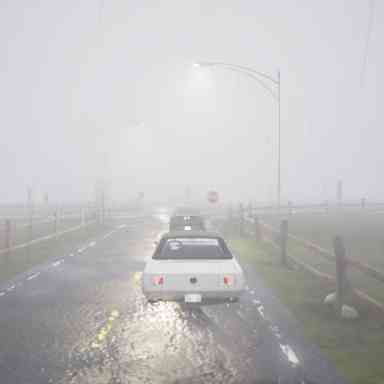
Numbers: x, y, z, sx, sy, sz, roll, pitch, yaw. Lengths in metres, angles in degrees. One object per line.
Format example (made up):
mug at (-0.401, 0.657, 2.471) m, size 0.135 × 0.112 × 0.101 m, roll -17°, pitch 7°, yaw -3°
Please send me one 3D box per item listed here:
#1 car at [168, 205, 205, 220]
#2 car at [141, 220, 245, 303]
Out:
car at (-0.302, 1.515, 18.826) m, size 1.837 × 1.490 × 4.892 m, roll 0°, pitch 0°, yaw -2°
car at (-0.008, 1.602, 8.139) m, size 1.895 × 1.301 × 4.718 m, roll 0°, pitch 0°, yaw -1°
